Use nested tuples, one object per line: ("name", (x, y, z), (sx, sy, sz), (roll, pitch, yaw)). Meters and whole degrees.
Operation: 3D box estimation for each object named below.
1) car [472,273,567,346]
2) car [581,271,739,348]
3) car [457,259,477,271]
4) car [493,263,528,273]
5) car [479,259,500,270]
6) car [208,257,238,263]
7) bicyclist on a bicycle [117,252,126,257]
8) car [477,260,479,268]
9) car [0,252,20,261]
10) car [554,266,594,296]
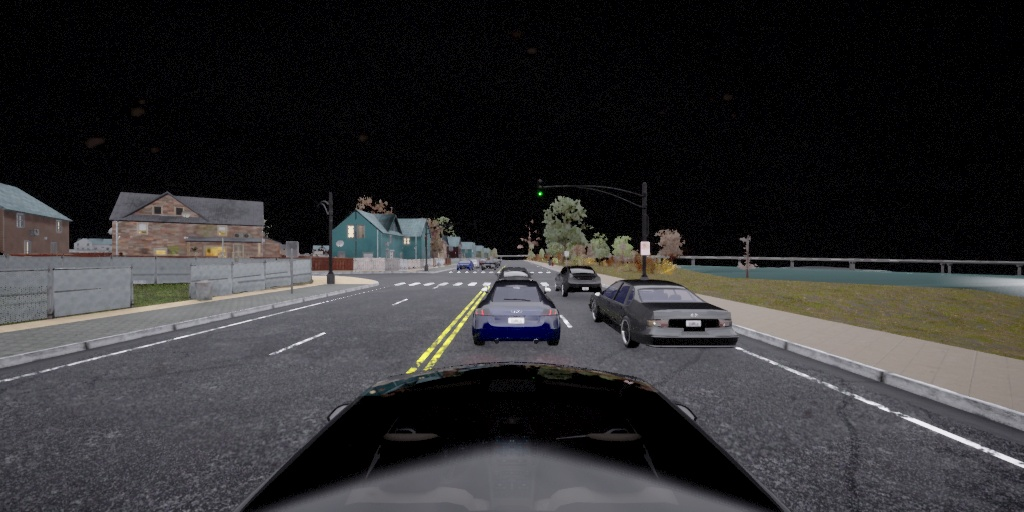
("car", (0.108, 1.314, 9.472), (1.994, 1.385, 4.181), (0, 0, 0))
("car", (3.365, 1.297, 9.160), (2.033, 1.411, 5.357), (0, 0, 0))
("car", (-6.508, 1.255, 50.347), (1.882, 1.535, 5.008), (0, 0, 1))
("car", (0.112, 1.277, 18.230), (1.812, 1.442, 4.674), (0, 0, -2))
("car", (-3.247, 1.343, 51.605), (1.994, 1.385, 4.181), (0, 0, 1))
("car", (-20.985, 0.852, 26.032), (4.902, 1.511, 2.128), (1, -1, -35))
("bicyclist on a bicycle", (-29.572, 0.544, 27.137), (0.582, 1.620, 1.656), (1, 0, -35))
("car", (-6.480, 1.316, 59.533), (1.812, 1.442, 4.674), (0, 0, 0))
("car", (-29.913, 0.407, 19.709), (5.566, 2.045, 2.150), (2, -1, -35))
("car", (3.380, 1.256, 18.917), (1.837, 1.490, 4.892), (0, 0, 0))
